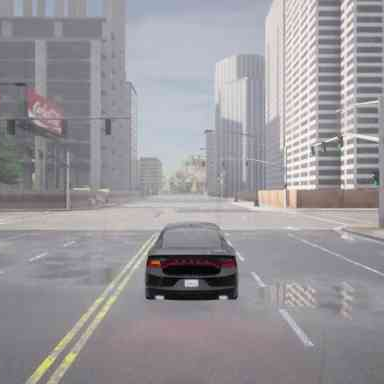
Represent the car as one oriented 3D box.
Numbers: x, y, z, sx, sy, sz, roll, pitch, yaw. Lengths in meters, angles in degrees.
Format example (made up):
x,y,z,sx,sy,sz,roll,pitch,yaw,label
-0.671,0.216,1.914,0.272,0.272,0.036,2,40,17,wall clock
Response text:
x,y,z,sx,sy,sz,roll,pitch,yaw,label
-0.003,1.478,8.420,1.882,1.535,5.008,0,0,0,car
